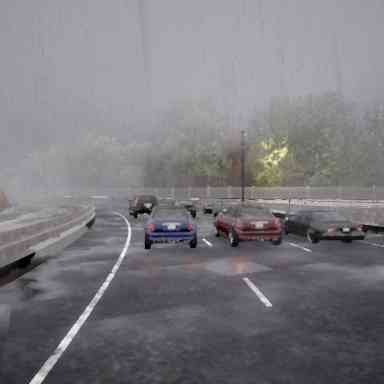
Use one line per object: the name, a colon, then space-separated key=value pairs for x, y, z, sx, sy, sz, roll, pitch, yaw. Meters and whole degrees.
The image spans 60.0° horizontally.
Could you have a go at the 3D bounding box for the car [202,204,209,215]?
car: x=2.384 y=1.571 z=31.711 sx=1.994 sy=1.385 sz=4.181 roll=0 pitch=0 yaw=-16

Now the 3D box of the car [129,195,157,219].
car: x=-4.341 y=1.256 z=29.765 sx=2.150 sy=2.045 sz=5.566 roll=0 pitch=0 yaw=-16

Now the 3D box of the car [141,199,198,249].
car: x=-1.084 y=1.364 z=14.819 sx=2.097 sy=1.767 sz=4.553 roll=0 pitch=0 yaw=-8

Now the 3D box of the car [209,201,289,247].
car: x=2.380 y=1.364 z=15.317 sx=2.097 sy=1.767 sz=4.553 roll=0 pitch=0 yaw=-8

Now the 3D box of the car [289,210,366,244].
car: x=5.840 y=1.561 z=15.846 sx=2.033 sy=1.411 sz=5.357 roll=0 pitch=0 yaw=-8

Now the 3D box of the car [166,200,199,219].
car: x=-0.974 y=1.515 z=30.724 sx=1.837 sy=1.490 sz=4.892 roll=0 pitch=0 yaw=-16
